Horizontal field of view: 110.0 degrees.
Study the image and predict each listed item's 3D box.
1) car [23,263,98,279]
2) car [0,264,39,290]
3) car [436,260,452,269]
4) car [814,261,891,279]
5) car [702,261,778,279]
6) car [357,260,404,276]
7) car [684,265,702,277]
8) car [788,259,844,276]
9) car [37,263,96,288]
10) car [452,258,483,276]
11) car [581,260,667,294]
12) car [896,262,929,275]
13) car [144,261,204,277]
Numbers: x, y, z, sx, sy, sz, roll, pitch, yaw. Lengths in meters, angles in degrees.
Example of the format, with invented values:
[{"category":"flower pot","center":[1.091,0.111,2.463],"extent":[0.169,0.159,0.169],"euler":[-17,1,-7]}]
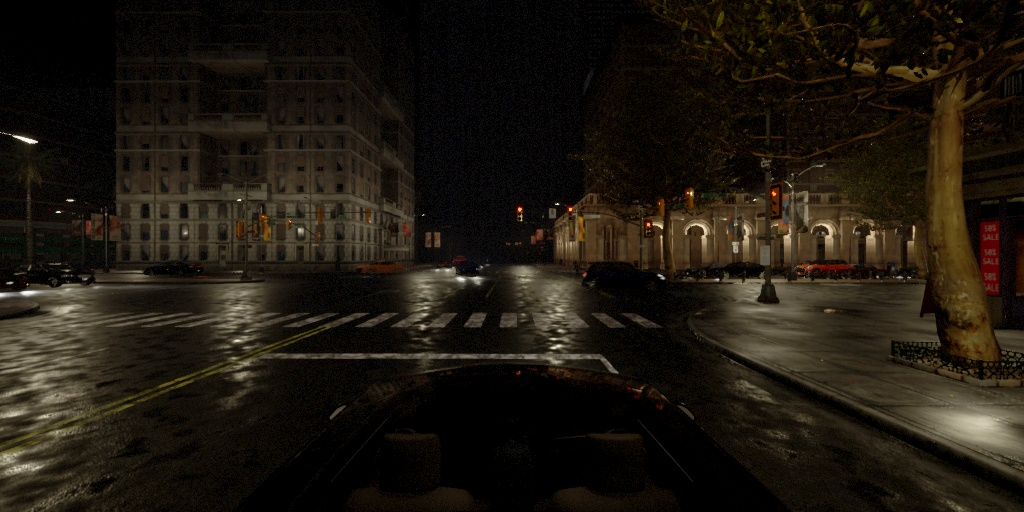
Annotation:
[{"category":"car","center":[-39.784,1.314,31.663],"extent":[4.181,1.385,1.994],"euler":[0,0,0]},{"category":"car","center":[-29.795,1.314,19.887],"extent":[4.181,1.385,1.994],"euler":[0,0,1]},{"category":"car","center":[-10.450,1.276,55.322],"extent":[1.812,1.442,4.674],"euler":[0,0,0]},{"category":"car","center":[29.581,1.351,31.082],"extent":[4.718,1.301,1.895],"euler":[0,0,1]},{"category":"car","center":[19.704,1.228,31.165],"extent":[5.008,1.535,1.882],"euler":[0,0,0]},{"category":"car","center":[-14.054,1.228,38.482],"extent":[1.882,1.535,5.008],"euler":[1,1,40]},{"category":"car","center":[19.649,1.297,34.666],"extent":[5.357,1.411,2.033],"euler":[0,0,1]},{"category":"car","center":[29.938,1.102,34.577],"extent":[4.553,1.767,2.097],"euler":[0,0,0]},{"category":"car","center":[-30.235,1.242,23.398],"extent":[4.902,1.511,2.128],"euler":[0,0,1]},{"category":"car","center":[-4.688,1.227,36.921],"extent":[1.882,1.535,5.008],"euler":[0,0,-16]},{"category":"car","center":[6.193,1.102,20.075],"extent":[4.553,1.767,2.097],"euler":[0,0,15]},{"category":"car","center":[40.498,1.297,34.480],"extent":[5.357,1.411,2.033],"euler":[0,0,1]},{"category":"car","center":[-33.067,1.241,35.099],"extent":[4.902,1.511,2.128],"euler":[0,0,1]}]
